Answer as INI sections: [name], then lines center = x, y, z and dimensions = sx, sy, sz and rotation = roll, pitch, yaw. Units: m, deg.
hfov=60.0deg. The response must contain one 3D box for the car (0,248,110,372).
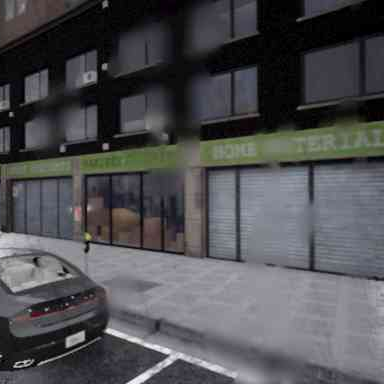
[car]
center = -3.211, 1.589, 5.361
dimensions = 4.403, 1.369, 2.008
rotation = 0, 0, 35
